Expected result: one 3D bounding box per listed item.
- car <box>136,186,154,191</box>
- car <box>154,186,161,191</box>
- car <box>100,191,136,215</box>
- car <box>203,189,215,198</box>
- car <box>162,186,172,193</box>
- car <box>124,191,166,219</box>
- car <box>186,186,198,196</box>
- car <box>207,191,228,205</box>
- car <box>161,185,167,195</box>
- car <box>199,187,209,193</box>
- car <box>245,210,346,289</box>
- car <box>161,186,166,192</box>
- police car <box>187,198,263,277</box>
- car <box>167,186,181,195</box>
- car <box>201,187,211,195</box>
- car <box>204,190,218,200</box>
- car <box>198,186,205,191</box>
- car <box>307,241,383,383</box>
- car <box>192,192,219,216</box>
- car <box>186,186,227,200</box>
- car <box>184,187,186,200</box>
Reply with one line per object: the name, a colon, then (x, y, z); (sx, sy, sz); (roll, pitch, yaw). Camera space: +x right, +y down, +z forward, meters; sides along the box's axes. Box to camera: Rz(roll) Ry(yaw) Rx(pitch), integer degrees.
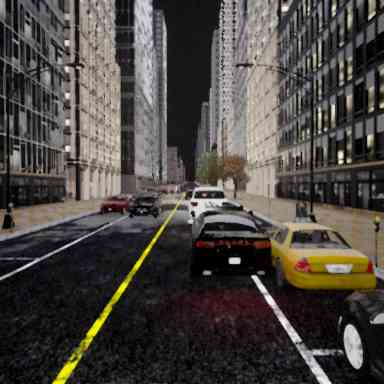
car: (-5.670, 0.501, 36.622); (1.967, 1.590, 4.097); (0, 1, 0)
car: (-5.667, 0.227, 42.292); (2.192, 1.841, 5.009); (0, 2, 0)
car: (-5.676, 0.900, 25.275); (1.887, 1.381, 4.507); (0, 1, 0)
car: (2.716, 0.193, 53.627); (1.802, 1.307, 4.206); (1, 2, 0)
car: (-5.656, -0.567, 76.336); (1.967, 1.590, 4.097); (1, 2, 0)
car: (-3.091, 0.925, 22.753); (1.837, 1.490, 4.892); (0, 2, 0)
car: (0.021, -0.206, 59.911); (2.097, 1.767, 4.553); (0, 2, 0)
car: (2.709, 0.627, 36.610); (1.947, 1.339, 4.313); (0, 2, 0)
car: (-5.659, -0.381, 64.986); (2.192, 1.841, 5.009); (1, 2, 0)
car: (2.724, -0.440, 76.318); (1.947, 1.339, 4.313); (1, 2, 0)
car: (2.699, 1.311, 8.413); (1.752, 1.417, 4.829); (0, 1, 0)
car: (-5.666, 0.192, 53.645); (1.802, 1.307, 4.206); (1, 2, 0)
police car: (0.903, 1.182, 9.587); (1.930, 1.638, 5.238); (0, 1, 0)
car: (-3.015, -0.150, 63.068); (2.128, 1.511, 4.902); (0, 2, 1)
car: (2.720, -0.174, 65.142); (1.752, 1.417, 4.829); (1, 2, 0)
car: (2.713, 0.344, 47.955); (1.802, 1.307, 4.206); (1, 2, 0)
car: (2.730, -0.897, 93.335); (1.802, 1.307, 4.206); (1, 2, 0)
car: (2.696, 1.483, 2.569); (2.008, 1.369, 4.403); (0, 1, 0)
car: (0.909, 0.828, 25.473); (1.882, 1.535, 5.008); (0, 1, 0)
car: (0.907, 0.729, 19.498); (2.150, 2.045, 5.566); (0, 1, 0)
car: (0.025, 0.323, 45.887); (1.837, 1.490, 4.892); (0, 2, 0)
